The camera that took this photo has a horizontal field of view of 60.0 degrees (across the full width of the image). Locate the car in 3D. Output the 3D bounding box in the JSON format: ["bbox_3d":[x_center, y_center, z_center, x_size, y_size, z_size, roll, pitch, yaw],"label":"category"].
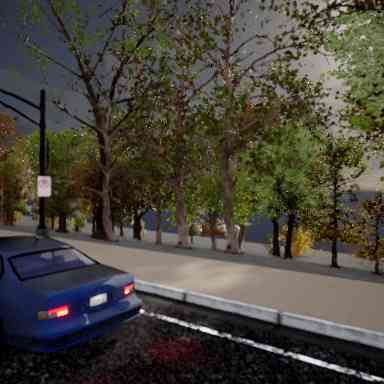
[{"bbox_3d":[-3.336,1.530,6.060,5.357,1.411,2.033,0,0,36],"label":"car"}]
